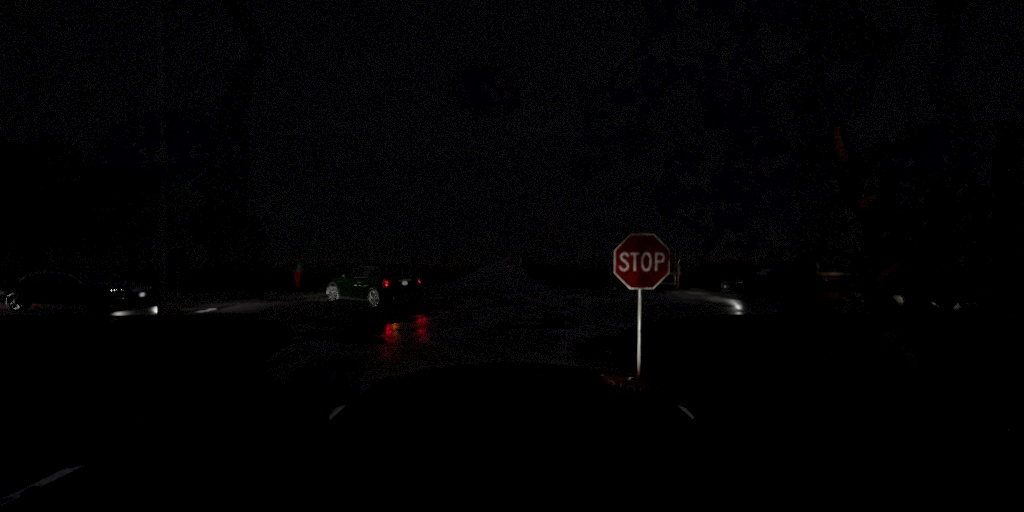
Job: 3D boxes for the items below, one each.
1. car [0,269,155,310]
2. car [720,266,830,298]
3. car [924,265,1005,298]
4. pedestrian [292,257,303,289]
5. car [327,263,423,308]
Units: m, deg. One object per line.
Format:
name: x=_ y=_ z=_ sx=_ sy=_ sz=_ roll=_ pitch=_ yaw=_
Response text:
car: x=-17.306 y=1.291 z=14.389 sx=4.902 sy=1.511 sz=2.128 roll=0 pitch=2 yaw=0
car: x=12.794 y=1.237 z=17.566 sx=4.674 sy=1.442 sz=1.812 roll=0 pitch=2 yaw=1
car: x=22.695 y=1.217 z=17.587 sx=5.008 sy=1.535 sz=1.882 roll=0 pitch=2 yaw=0
pedestrian: x=-12.227 y=0.967 z=20.389 sx=0.375 sy=1.860 sz=0.375 roll=0 pitch=2 yaw=0
car: x=-6.033 y=1.100 z=15.553 sx=4.553 sy=1.767 sz=2.097 roll=0 pitch=2 yaw=35
